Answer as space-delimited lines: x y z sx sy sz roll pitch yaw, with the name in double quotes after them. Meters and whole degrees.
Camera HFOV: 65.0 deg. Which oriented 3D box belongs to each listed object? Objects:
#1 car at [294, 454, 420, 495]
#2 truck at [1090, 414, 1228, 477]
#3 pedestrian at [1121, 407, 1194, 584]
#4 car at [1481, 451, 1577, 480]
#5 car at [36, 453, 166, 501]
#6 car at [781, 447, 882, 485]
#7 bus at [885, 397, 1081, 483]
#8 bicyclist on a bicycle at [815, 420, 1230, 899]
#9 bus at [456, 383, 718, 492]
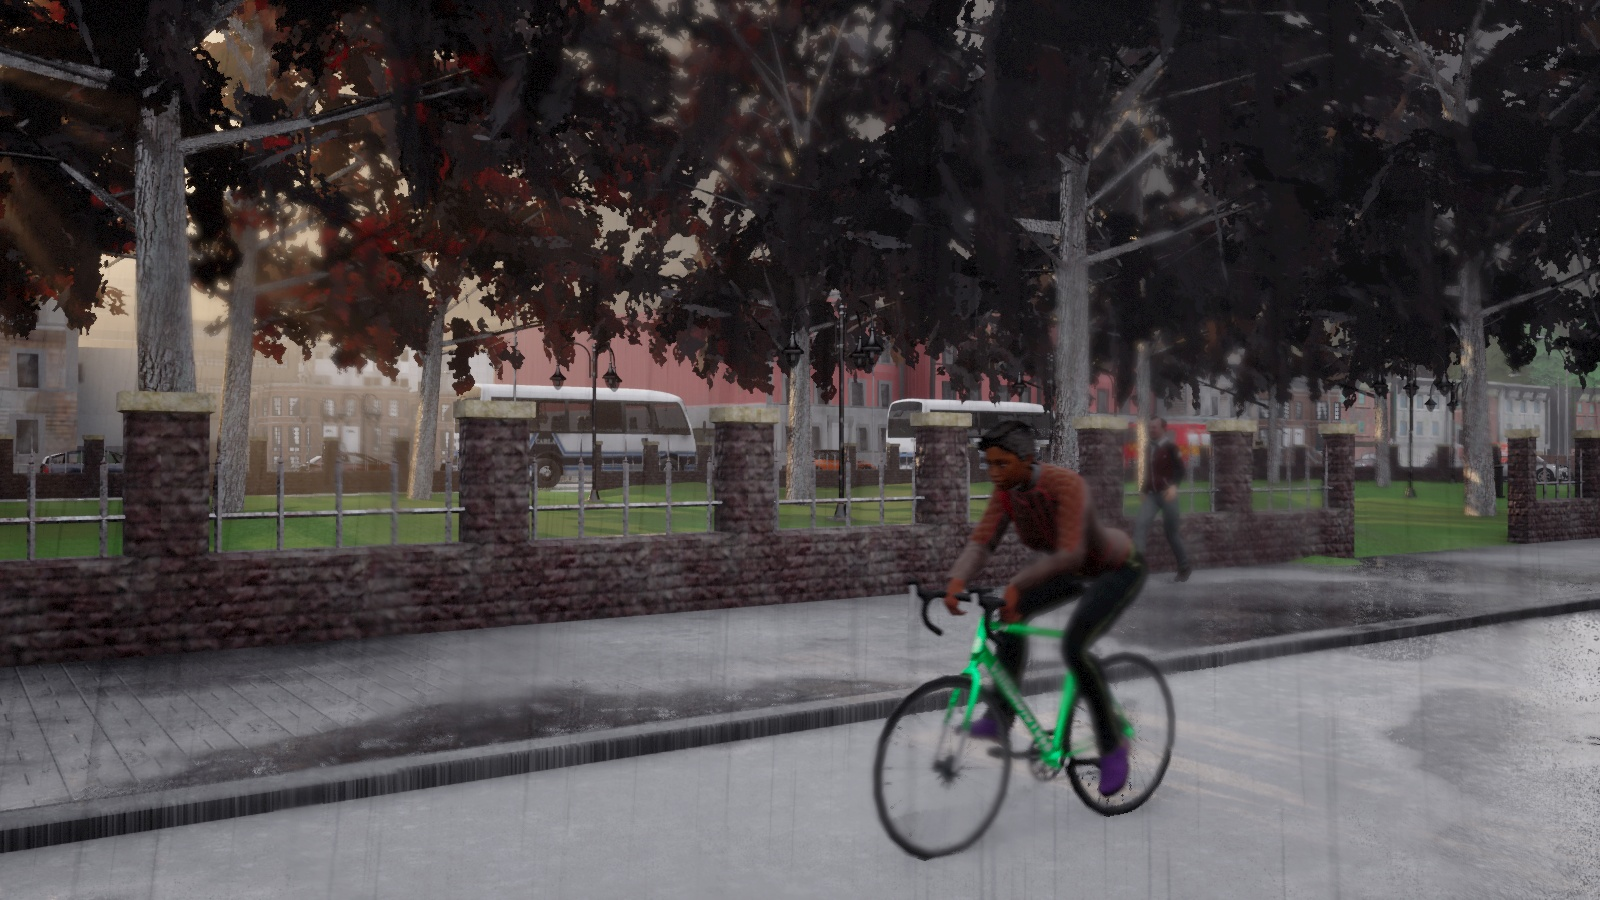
-16.821 0.911 47.789 4.193 1.474 1.816 0 0 -35 "car"
22.567 -0.275 78.800 8.468 3.827 2.891 0 0 -24 "truck"
3.845 0.479 13.500 0.720 1.854 0.376 0 0 -35 "pedestrian"
37.564 0.789 64.729 1.970 1.475 3.806 0 0 -37 "car"
-23.848 0.879 42.861 3.705 1.549 1.789 0 0 -35 "car"
1.542 0.748 60.656 4.553 1.767 2.097 0 0 -35 "car"
9.780 -0.490 66.470 10.273 4.253 3.944 0 0 -34 "bus"
0.906 0.708 4.896 1.656 1.620 0.582 0 0 -35 "bicyclist on a bicycle"
-8.897 -0.482 53.337 10.273 4.253 3.944 0 0 -35 "bus"
